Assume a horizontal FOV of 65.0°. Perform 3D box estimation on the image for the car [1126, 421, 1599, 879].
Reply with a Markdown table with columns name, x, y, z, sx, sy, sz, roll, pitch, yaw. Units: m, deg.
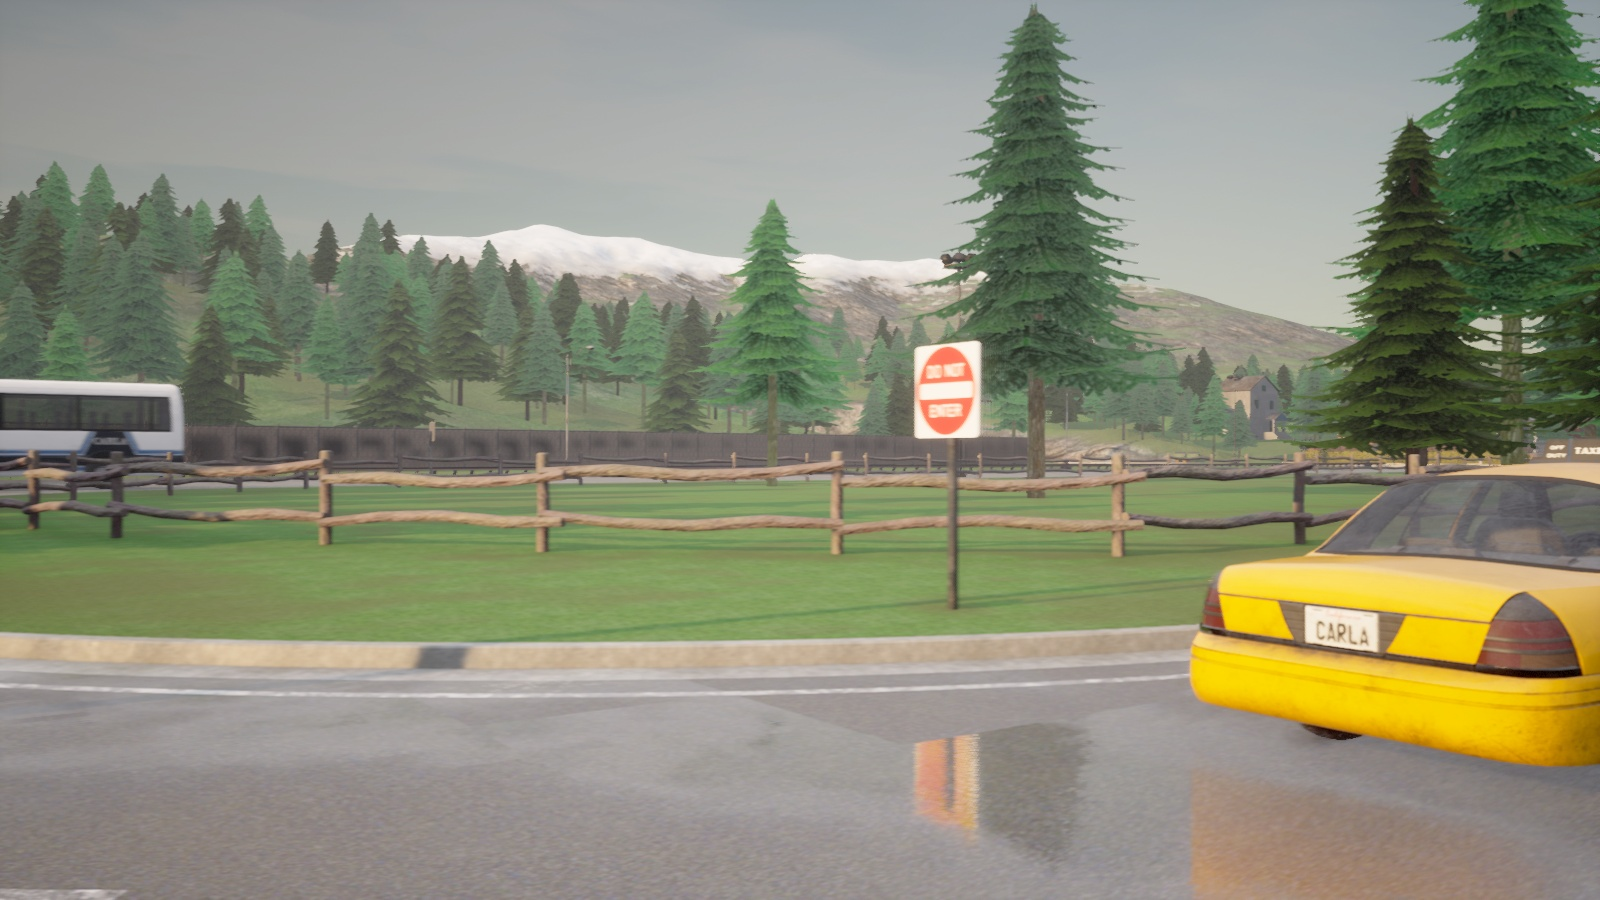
| name | x | y | z | sx | sy | sz | roll | pitch | yaw |
| --- | --- | --- | --- | --- | --- | --- | --- | --- | --- |
| car | 4.225 | 0.691 | 6.600 | 5.366 | 1.575 | 1.801 | 0 | 0 | -35 |

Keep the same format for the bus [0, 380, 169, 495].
| name | x | y | z | sx | sy | sz | roll | pitch | yaw |
| --- | --- | --- | --- | --- | --- | --- | --- | --- | --- |
| bus | -30.268 | -0.449 | 48.241 | 10.273 | 4.253 | 3.944 | 0 | 0 | -35 |
